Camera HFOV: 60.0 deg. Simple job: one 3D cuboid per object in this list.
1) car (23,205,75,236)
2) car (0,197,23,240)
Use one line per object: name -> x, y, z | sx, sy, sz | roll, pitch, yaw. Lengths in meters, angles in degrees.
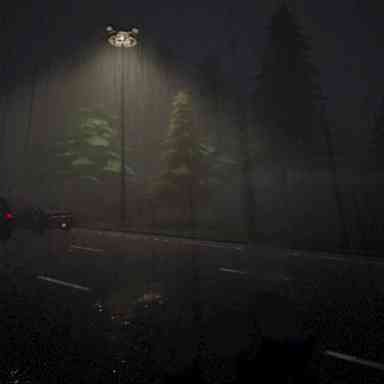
car -> -8.595, 1.496, 18.563 | 4.902, 1.511, 2.128 | 0, 0, 35
car -> -10.606, 1.231, 15.696 | 5.566, 2.045, 2.150 | 0, 0, 35
